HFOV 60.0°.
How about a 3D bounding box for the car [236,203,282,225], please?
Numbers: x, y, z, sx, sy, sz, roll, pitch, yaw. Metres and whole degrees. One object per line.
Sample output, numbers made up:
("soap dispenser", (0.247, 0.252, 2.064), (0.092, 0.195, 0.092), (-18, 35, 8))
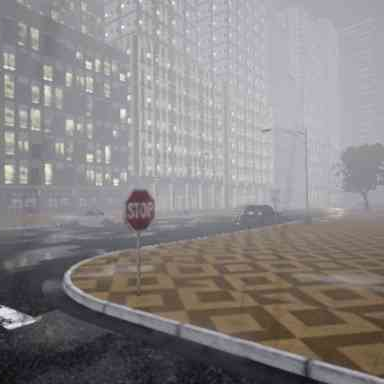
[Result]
("car", (6.068, 1.841, 28.829), (2.097, 1.767, 4.553), (-1, -2, 36))

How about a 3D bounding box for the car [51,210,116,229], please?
("car", (-8.352, 2.071, 25.844), (1.895, 1.301, 4.718), (-1, -2, 36))

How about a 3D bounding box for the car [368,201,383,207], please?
("car", (46.351, 3.149, 83.567), (1.994, 1.385, 4.181), (-1, -2, 36))

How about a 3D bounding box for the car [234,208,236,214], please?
("car", (7.804, 2.404, 47.723), (2.128, 1.511, 4.902), (-1, -2, 37))
